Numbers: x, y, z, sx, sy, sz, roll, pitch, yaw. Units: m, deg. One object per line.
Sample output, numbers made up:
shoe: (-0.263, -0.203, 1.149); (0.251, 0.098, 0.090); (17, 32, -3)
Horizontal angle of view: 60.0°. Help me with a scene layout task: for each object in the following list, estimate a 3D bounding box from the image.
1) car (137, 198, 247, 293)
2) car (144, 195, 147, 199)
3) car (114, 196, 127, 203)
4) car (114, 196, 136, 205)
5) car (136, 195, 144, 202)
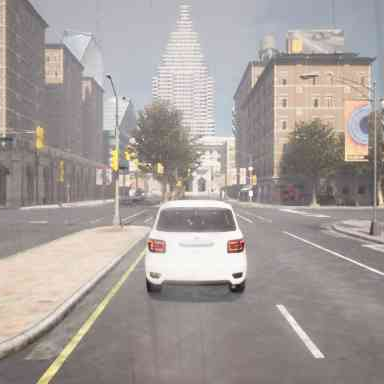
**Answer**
car: (0.077, 1.221, 9.027); (2.150, 2.045, 5.566); (0, 0, 0)
car: (-11.732, 1.500, 78.727); (1.837, 1.490, 4.892); (0, 0, 0)
car: (-14.955, 1.594, 69.869); (1.895, 1.301, 4.718); (0, 0, 0)
car: (-11.726, 1.505, 58.491); (1.837, 1.490, 4.892); (0, 0, 0)
car: (-11.701, 1.600, 68.545); (1.895, 1.301, 4.718); (0, 0, 0)
